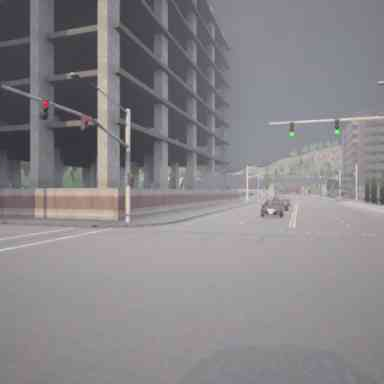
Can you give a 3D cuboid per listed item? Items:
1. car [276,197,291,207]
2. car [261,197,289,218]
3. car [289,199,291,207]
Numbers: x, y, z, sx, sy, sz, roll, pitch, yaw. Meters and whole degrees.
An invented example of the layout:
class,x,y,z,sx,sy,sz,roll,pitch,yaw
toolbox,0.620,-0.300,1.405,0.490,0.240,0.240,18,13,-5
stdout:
class,x,y,z,sx,sy,sz,roll,pitch,yaw
car,14.030,1.498,50.841,1.812,1.442,4.674,0,0,19
car,7.420,1.475,30.427,2.128,1.511,4.902,0,0,18
car,10.445,1.331,39.784,2.097,1.767,4.553,0,0,18
